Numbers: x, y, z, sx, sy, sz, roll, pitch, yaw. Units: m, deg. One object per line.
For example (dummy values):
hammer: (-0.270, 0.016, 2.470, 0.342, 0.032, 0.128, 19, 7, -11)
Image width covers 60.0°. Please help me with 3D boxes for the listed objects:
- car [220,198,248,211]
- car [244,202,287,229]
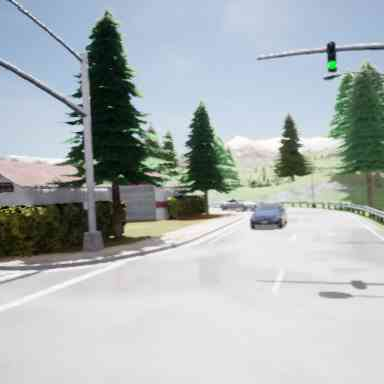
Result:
car: (5.260, 1.453, 37.891, 1.812, 1.442, 4.674, -2, -1, -45)
car: (4.804, 1.383, 20.609, 1.812, 1.442, 4.674, -3, 0, 21)
